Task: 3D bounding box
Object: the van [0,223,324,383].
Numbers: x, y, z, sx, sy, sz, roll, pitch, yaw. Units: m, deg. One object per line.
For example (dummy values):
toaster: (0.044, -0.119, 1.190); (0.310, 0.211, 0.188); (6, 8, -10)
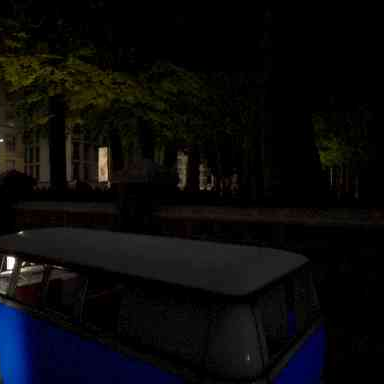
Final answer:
van: (-0.749, 1.341, 3.395); (3.998, 1.788, 1.690); (0, 0, 36)
